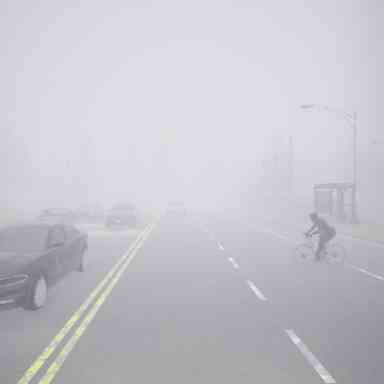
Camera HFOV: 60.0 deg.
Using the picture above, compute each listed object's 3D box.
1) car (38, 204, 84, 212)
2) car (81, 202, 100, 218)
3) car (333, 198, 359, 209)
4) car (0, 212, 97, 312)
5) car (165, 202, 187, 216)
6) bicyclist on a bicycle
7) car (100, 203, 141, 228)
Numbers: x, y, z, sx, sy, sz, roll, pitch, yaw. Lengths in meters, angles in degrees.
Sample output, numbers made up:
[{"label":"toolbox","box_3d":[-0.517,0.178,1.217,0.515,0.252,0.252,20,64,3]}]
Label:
[{"label":"car","box_3d":[-7.905,1.601,18.777,1.895,1.301,4.718,0,0,-2]},{"label":"car","box_3d":[-8.196,1.527,26.522,1.812,1.442,4.674,0,0,-3]},{"label":"car","box_3d":[17.647,1.436,40.280,4.902,1.511,2.128,0,0,-2]},{"label":"car","box_3d":[-3.907,1.478,7.956,1.882,1.535,5.008,0,0,-3]},{"label":"car","box_3d":[-1.679,1.598,32.827,1.895,1.301,4.718,0,0,-7]},{"label":"bicyclist on a bicycle","box_3d":[3.852,1.451,10.076,1.656,1.620,0.582,0,0,-3]},{"label":"car","box_3d":[-4.536,1.505,22.346,1.837,1.490,4.892,0,0,-2]}]
